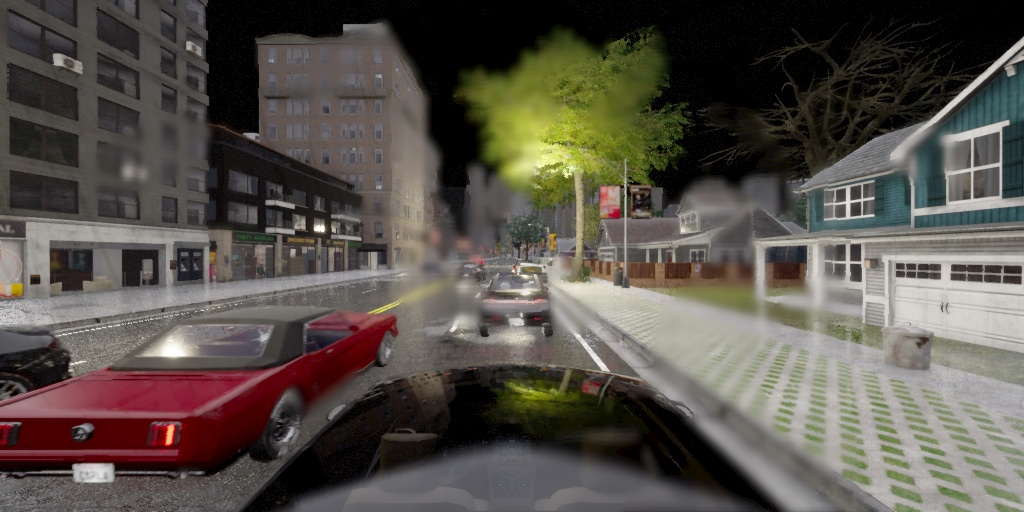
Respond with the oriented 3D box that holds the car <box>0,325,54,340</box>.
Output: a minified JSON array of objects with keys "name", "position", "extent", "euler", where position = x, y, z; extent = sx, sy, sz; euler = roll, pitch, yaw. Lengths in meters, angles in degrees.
[{"name":"car","position":[-6.599,1.276,2.669],"extent":[1.812,1.442,4.674],"euler":[0,0,0]}]

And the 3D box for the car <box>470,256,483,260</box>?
[{"name":"car","position":[-6.355,0.922,64.998],"extent":[2.150,2.045,5.566],"euler":[0,0,1]}]

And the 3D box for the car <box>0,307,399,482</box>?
[{"name":"car","position":[-3.141,1.350,4.923],"extent":[1.895,1.301,4.718],"euler":[0,0,0]}]

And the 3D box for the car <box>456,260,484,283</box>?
[{"name":"car","position":[-3.079,1.259,27.819],"extent":[1.812,1.442,4.674],"euler":[0,0,1]}]

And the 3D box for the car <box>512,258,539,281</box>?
[{"name":"car","position":[1.051,1.082,30.380],"extent":[2.097,1.767,4.553],"euler":[0,0,0]}]

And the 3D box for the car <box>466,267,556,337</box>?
[{"name":"car","position":[0.121,1.239,10.270],"extent":[2.128,1.511,4.902],"euler":[0,0,0]}]

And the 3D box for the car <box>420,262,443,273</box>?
[{"name":"car","position":[-9.738,1.319,43.336],"extent":[1.895,1.301,4.718],"euler":[0,0,0]}]

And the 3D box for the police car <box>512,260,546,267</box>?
[{"name":"police car","position":[1.025,1.165,20.520],"extent":[1.930,1.638,5.238],"euler":[0,0,0]}]
